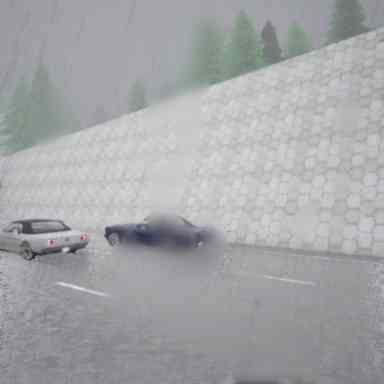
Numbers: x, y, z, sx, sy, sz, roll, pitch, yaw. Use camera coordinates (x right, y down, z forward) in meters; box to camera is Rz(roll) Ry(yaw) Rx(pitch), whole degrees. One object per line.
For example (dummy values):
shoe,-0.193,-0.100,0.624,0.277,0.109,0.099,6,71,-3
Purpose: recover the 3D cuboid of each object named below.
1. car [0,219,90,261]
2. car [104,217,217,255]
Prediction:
car,-6.111,1.688,12.633,4.718,1.301,1.895,0,0,35
car,-1.446,1.665,13.609,4.718,1.301,1.895,0,0,35
